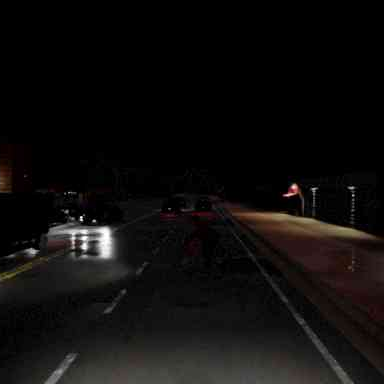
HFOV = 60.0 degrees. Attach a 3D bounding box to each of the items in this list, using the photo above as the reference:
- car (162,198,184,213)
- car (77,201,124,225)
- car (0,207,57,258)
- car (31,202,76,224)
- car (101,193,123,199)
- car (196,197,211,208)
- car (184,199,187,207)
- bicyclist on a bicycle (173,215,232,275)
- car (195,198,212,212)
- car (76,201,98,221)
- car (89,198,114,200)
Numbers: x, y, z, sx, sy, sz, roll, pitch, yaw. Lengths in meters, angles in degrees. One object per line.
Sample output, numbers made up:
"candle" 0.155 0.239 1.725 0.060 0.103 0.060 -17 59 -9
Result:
"car" -2.257 1.504 37.347 1.837 1.490 4.892 0 0 2
"car" -6.347 1.600 24.069 1.895 1.301 4.718 0 0 2
"car" -6.774 1.477 11.436 1.882 1.535 5.008 0 0 2
"car" -9.921 1.547 22.165 2.033 1.411 5.357 0 0 2
"car" -22.000 1.150 92.690 4.605 1.855 1.932 0 0 2
"car" 1.652 1.546 48.795 2.033 1.411 5.357 0 0 1
"car" -1.872 1.546 49.603 2.033 1.411 5.357 0 0 2
"bicyclist on a bicycle" 0.270 1.447 9.187 1.656 1.620 0.582 -2 0 2
"car" 1.307 1.490 38.357 2.128 1.511 4.902 0 0 2
"car" -9.651 1.513 27.490 1.895 1.301 4.718 0 0 2
"car" -9.522 1.562 32.962 1.994 1.385 4.181 0 0 3
